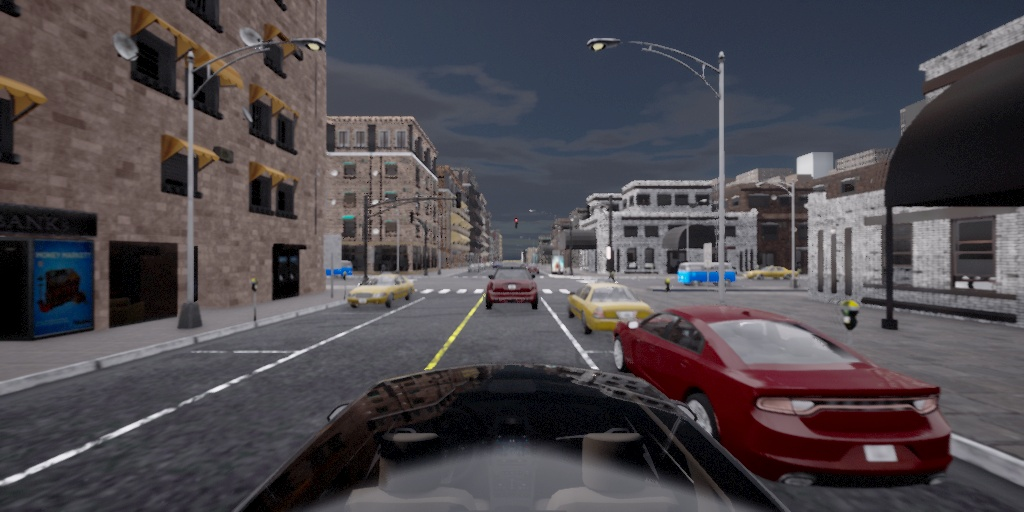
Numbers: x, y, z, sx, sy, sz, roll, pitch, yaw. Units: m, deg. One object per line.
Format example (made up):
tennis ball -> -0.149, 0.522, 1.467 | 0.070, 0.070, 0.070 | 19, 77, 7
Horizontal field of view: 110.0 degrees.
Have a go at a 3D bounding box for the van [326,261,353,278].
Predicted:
van -> -17.772, 1.356, 35.138 | 3.998, 1.789, 1.690 | 0, 0, 0

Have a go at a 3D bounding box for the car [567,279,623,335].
car -> 2.689, 1.359, 10.706 | 1.751, 1.417, 4.829 | 0, 0, 0

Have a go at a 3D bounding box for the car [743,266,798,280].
car -> 25.478, 1.636, 35.467 | 4.829, 1.417, 1.751 | 0, 0, 0

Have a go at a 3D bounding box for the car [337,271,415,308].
car -> -5.693, 1.415, 16.065 | 1.751, 1.417, 4.829 | 0, 0, 0

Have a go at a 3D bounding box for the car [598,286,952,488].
car -> 2.690, 1.324, 4.839 | 1.888, 1.381, 4.507 | 0, 0, 0

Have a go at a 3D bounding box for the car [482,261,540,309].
car -> -0.012, 1.236, 15.924 | 2.097, 1.767, 4.553 | 0, -1, 0

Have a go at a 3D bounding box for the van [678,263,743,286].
van -> 14.651, 1.401, 27.004 | 3.998, 1.789, 1.690 | 0, 0, 0

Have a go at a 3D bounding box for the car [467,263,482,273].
car -> -5.702, 1.826, 54.385 | 2.007, 1.370, 4.403 | 0, 0, 0
